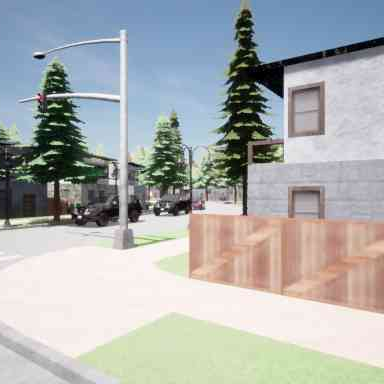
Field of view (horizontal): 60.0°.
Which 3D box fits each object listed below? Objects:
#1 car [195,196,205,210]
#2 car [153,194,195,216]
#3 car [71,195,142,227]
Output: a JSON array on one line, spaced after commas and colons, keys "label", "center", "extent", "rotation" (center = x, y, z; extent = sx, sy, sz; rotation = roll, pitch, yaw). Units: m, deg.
[{"label": "car", "center": [0.419, 1.333, 42.111], "extent": [2.097, 1.767, 4.553], "rotation": [0, 0, 9]}, {"label": "car", "center": [-1.830, 1.202, 32.509], "extent": [2.150, 2.045, 5.566], "rotation": [0, 0, 18]}, {"label": "car", "center": [-5.715, 1.202, 23.130], "extent": [2.150, 2.045, 5.566], "rotation": [0, 0, 27]}]
